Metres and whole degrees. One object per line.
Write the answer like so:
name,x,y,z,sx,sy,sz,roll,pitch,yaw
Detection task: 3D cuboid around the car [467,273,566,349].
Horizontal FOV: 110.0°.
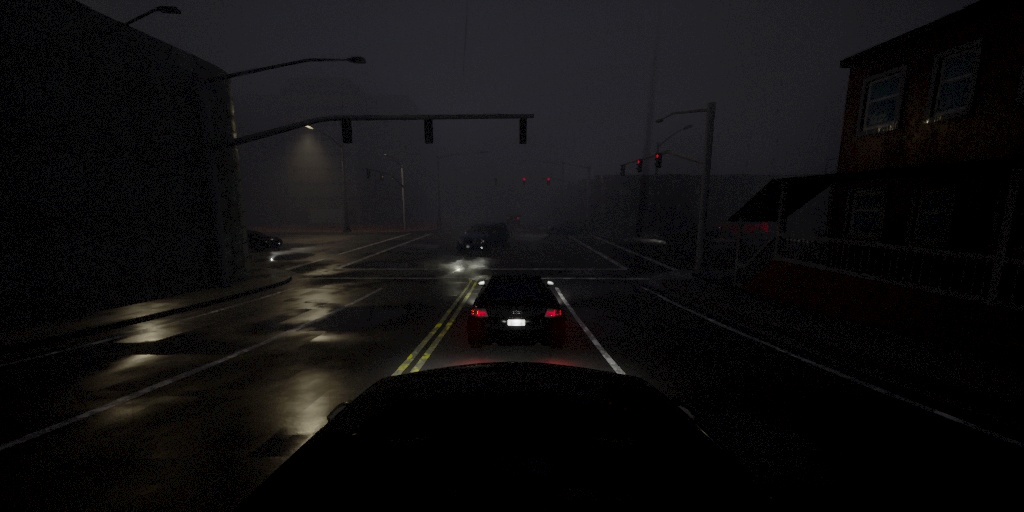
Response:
car,0.098,1.091,8.682,1.994,1.385,4.181,0,3,0

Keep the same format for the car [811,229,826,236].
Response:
car,31.120,-2.238,33.742,5.008,1.535,1.882,0,8,1

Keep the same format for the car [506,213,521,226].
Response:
car,0.248,-5.966,57.434,2.150,2.045,5.566,0,8,1

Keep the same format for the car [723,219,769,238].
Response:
car,23.507,-3.007,37.229,5.566,2.045,2.150,0,8,0

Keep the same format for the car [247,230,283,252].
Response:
car,-19.944,-1.185,26.976,4.892,1.490,1.837,0,8,1

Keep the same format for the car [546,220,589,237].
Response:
car,5.947,-3.016,38.260,4.553,1.767,2.097,2,8,11

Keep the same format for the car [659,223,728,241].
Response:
car,16.861,-2.177,33.862,5.357,1.411,2.033,0,8,0

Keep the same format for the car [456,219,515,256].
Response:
car,-1.965,-1.341,26.023,2.150,2.045,5.566,2,9,20
